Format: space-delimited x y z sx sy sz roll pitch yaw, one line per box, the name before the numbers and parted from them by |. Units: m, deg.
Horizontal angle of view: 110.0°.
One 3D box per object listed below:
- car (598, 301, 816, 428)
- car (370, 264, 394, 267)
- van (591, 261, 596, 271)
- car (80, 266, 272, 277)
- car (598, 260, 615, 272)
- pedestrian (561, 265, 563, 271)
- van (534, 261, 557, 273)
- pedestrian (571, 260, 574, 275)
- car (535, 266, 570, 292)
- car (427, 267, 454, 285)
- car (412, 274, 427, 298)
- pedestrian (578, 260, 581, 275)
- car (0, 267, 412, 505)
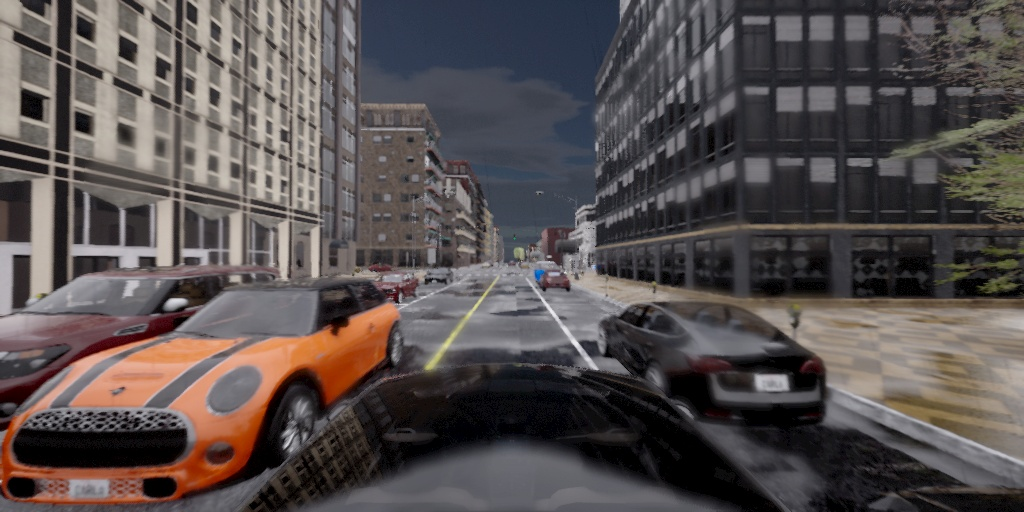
car | 2.657 1.349 5.740 1.948 1.339 4.313 0 0 0
car | -17.475 1.682 49.298 4.207 1.307 1.802 0 0 0
van | 14.887 1.646 57.760 3.998 1.789 1.690 0 0 0
car | -5.691 1.098 5.765 2.192 1.841 5.009 0 0 0
car | 14.911 1.508 49.381 5.009 1.841 2.192 0 0 0
pedestrian | 6.128 1.249 43.796 0.375 1.860 0.375 0 -1 0
van | 2.652 1.316 28.495 1.690 1.789 3.998 0 0 0
pedestrian | 7.128 1.377 42.595 0.375 1.860 0.375 0 -1 0
car | 2.654 1.508 22.807 1.802 1.307 4.207 0 0 0
car | -5.695 1.541 28.520 1.948 1.339 4.313 0 0 0
car | -5.693 1.423 17.143 1.888 1.381 4.507 0 0 0
pedestrian | 8.128 1.352 43.195 0.375 1.860 0.375 0 -1 0
car | -3.101 1.128 4.877 2.097 1.767 4.553 0 0 0
